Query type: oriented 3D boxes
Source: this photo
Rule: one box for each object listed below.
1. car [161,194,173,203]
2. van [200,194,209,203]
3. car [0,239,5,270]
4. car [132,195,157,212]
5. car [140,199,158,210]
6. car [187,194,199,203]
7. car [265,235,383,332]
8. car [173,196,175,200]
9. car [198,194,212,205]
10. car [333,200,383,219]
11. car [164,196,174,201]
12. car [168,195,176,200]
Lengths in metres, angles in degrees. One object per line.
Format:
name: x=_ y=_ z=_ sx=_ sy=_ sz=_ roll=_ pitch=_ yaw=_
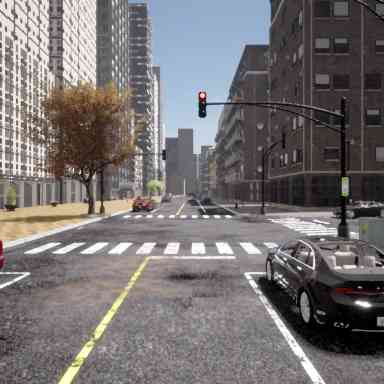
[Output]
car: x=-5.722 y=1.627 z=72.294 sx=1.947 sy=1.339 sz=4.313 roll=0 pitch=0 yaw=0
van: x=2.658 y=1.402 z=72.298 sx=1.690 sy=1.788 sz=3.998 roll=0 pitch=0 yaw=0
car: x=-5.694 y=1.545 z=6.769 sx=1.887 sy=1.381 sz=4.507 roll=0 pitch=0 yaw=0
car: x=-5.708 y=1.336 z=39.157 sx=2.192 sy=1.841 sz=5.009 roll=0 pitch=0 yaw=0
car: x=-5.710 y=1.592 z=44.680 sx=1.947 sy=1.339 sz=4.313 roll=0 pitch=0 yaw=0
car: x=-0.030 y=1.656 z=68.927 sx=1.895 sy=1.301 sz=4.718 roll=0 pitch=0 yaw=0
car: x=2.687 y=1.551 z=6.772 sx=2.008 sy=1.369 sz=4.403 roll=0 pitch=0 yaw=0
car: x=-5.725 y=1.386 z=77.817 sx=2.192 sy=1.841 sz=5.009 roll=0 pitch=0 yaw=0
car: x=2.664 y=1.610 z=61.251 sx=1.947 sy=1.339 sz=4.313 roll=0 pitch=0 yaw=0
car: x=13.415 y=1.350 z=26.183 sx=4.403 sy=1.369 sz=2.008 roll=-1 pitch=1 yaw=-1
car: x=-5.727 y=1.632 z=83.340 sx=2.008 sy=1.369 sz=4.403 roll=0 pitch=0 yaw=0
car: x=-5.732 y=1.654 z=94.385 sx=2.008 sy=1.369 sz=4.403 roll=0 pitch=0 yaw=0
